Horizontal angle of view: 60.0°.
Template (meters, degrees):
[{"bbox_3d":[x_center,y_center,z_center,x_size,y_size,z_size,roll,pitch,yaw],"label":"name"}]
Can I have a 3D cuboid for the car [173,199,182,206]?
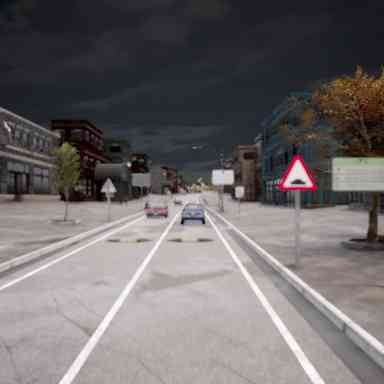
[{"bbox_3d":[-2.990,2.213,71.751,2.033,1.411,5.357,0,0,0],"label":"car"}]

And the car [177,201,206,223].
[{"bbox_3d":[0.100,1.628,26.270,2.033,1.411,5.357,0,0,0],"label":"car"}]

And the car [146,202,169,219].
[{"bbox_3d":[-3.092,1.627,30.703,1.812,1.442,4.674,0,0,0],"label":"car"}]
